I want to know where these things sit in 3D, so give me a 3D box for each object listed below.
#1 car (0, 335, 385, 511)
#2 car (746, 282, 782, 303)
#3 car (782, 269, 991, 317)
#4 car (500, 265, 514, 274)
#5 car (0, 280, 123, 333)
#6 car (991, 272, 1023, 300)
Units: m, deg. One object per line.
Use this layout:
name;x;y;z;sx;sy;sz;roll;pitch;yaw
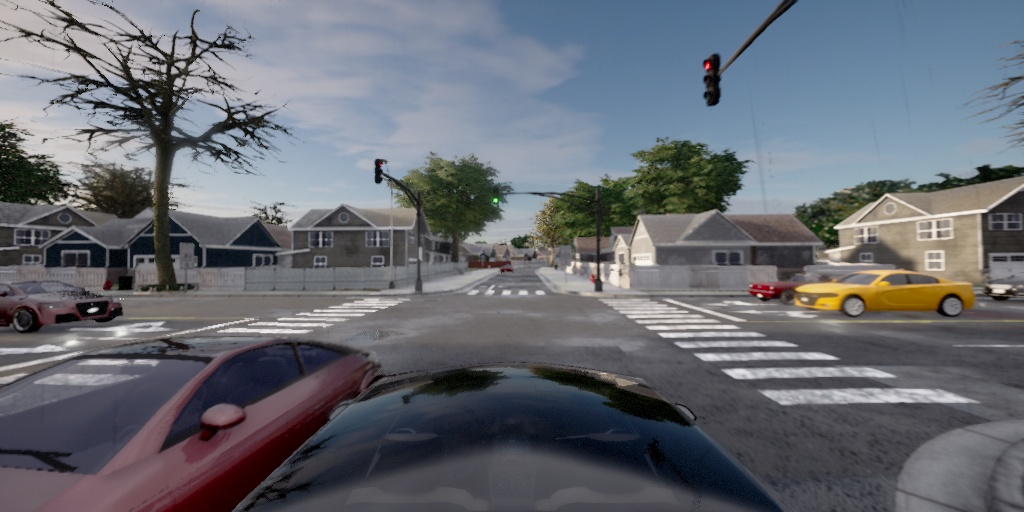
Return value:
car;-2.539;1.345;2.566;1.994;1.385;4.181;0;-1;4
car;13.170;1.423;15.776;4.718;1.301;1.895;-1;-1;4
car;12.797;1.238;12.549;5.008;1.535;1.882;0;-1;2
car;-0.753;1.992;54.027;1.895;1.301;4.718;0;0;4
car;-14.394;1.432;10.751;4.181;1.385;1.994;0;-1;4
car;23.230;1.205;15.161;4.902;1.511;2.128;-1;-1;4
